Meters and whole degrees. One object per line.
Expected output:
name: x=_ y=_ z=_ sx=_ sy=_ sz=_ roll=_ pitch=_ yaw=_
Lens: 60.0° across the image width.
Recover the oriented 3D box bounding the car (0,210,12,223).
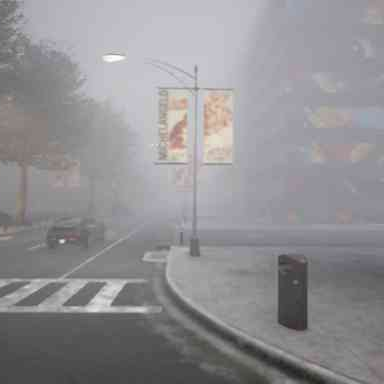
car: x=-17.741 y=2.227 z=29.331 sx=1.994 sy=1.385 sz=4.181 roll=1 pitch=-2 yaw=-2

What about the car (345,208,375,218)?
car: x=24.164 y=3.007 z=48.099 sx=1.895 sy=1.301 sz=4.718 roll=1 pitch=-2 yaw=-2

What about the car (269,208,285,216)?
car: x=12.557 y=2.857 z=48.131 sx=2.161 sy=1.482 sz=4.786 roll=1 pitch=-2 yaw=-2

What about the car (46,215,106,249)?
car: x=-5.668 y=1.925 z=16.723 sx=1.837 sy=1.490 sz=4.892 roll=0 pitch=-2 yaw=-2

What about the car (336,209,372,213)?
car: x=17.082 y=2.471 z=36.084 sx=2.002 sy=1.452 sz=4.674 roll=1 pitch=-2 yaw=-2

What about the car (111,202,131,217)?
car: x=-10.218 y=2.468 z=48.164 sx=2.150 sy=2.045 sz=5.566 roll=1 pitch=-2 yaw=-1
